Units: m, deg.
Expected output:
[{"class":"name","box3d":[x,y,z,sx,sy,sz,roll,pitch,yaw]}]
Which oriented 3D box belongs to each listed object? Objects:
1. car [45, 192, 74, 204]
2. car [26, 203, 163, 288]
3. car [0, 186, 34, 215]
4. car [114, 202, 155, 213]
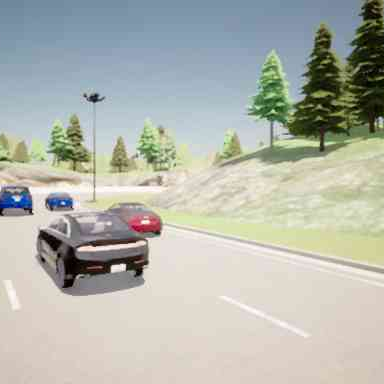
[{"class":"car","box3d":[-11.729,0.713,29.329,1.882,1.535,5.008,-1,2,-29]},{"class":"car","box3d":[-2.787,1.266,8.728,2.128,1.511,4.902,-1,2,-33]},{"class":"car","box3d":[-13.398,0.548,25.176,2.150,2.045,5.566,-1,2,-31]},{"class":"car","box3d":[-3.027,1.172,15.535,1.994,1.385,4.181,-1,2,-33]}]
